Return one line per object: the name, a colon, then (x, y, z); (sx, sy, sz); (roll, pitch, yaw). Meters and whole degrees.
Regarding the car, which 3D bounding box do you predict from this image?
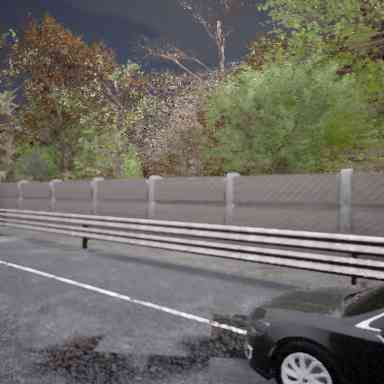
car: (2.879, 1.555, 3.236); (4.892, 1.490, 1.837); (0, 0, 37)
